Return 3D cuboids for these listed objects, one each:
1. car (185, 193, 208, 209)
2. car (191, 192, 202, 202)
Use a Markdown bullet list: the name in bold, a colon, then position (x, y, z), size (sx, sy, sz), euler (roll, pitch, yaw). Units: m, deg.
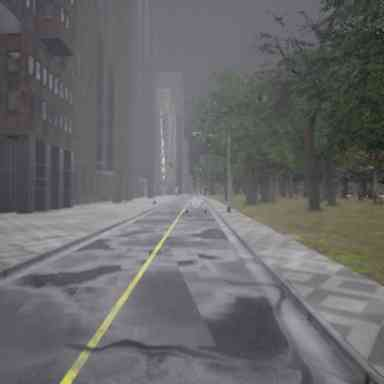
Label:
- **car**: position (0.379, 1.065, 29.013), size (1.812, 1.442, 4.674), euler (0, 0, 1)
- **car**: position (0.790, 0.875, 58.840), size (1.882, 1.535, 5.008), euler (0, 0, 1)
